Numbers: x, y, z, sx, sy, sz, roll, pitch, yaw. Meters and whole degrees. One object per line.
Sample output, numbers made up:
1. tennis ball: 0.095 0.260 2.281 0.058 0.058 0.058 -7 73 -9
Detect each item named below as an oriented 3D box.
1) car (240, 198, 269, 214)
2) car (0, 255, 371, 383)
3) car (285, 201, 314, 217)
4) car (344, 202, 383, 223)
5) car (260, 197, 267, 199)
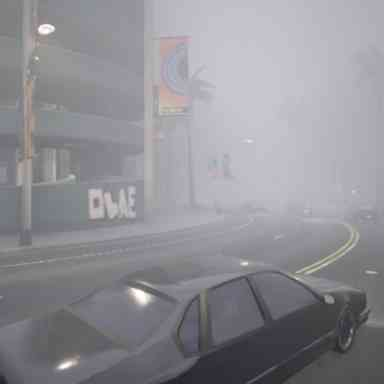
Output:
1. car: 7.190 1.781 39.550 2.033 1.411 5.357 0 0 -7
2. car: 0.359 1.576 4.225 5.357 1.411 2.033 0 0 -42
3. car: 10.802 1.679 33.626 2.128 1.511 4.902 0 0 2
4. car: 13.507 1.662 26.584 1.812 1.442 4.674 0 0 14
5. car: 14.657 1.891 70.296 2.231 1.521 4.892 0 0 -13
